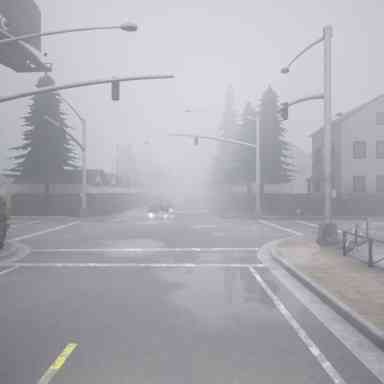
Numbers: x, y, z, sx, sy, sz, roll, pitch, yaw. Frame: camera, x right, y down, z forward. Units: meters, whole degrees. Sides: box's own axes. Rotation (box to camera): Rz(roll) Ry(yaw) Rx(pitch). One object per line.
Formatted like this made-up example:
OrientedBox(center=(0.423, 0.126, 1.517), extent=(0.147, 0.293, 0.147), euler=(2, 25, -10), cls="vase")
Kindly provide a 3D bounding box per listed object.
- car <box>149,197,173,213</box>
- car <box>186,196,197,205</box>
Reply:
OrientedBox(center=(-3.645, 1.351, 37.664), extent=(2.097, 1.767, 4.553), euler=(0, 0, 0), cls="car")
OrientedBox(center=(-0.086, 1.491, 59.322), extent=(2.128, 1.511, 4.902), euler=(0, 0, 0), cls="car")
